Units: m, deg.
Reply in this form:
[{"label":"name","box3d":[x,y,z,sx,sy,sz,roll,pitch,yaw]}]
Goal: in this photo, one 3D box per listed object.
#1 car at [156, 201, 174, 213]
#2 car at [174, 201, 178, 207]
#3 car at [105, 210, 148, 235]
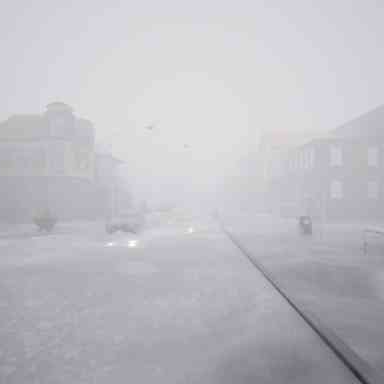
[{"label":"car","box3d":[-3.999,2.275,47.740,1.812,1.442,4.674,0,0,0]},{"label":"car","box3d":[-4.007,2.649,72.129,1.895,1.301,4.718,0,-1,0]},{"label":"car","box3d":[-4.041,1.887,21.420,2.033,1.411,5.357,0,-1,1]}]
